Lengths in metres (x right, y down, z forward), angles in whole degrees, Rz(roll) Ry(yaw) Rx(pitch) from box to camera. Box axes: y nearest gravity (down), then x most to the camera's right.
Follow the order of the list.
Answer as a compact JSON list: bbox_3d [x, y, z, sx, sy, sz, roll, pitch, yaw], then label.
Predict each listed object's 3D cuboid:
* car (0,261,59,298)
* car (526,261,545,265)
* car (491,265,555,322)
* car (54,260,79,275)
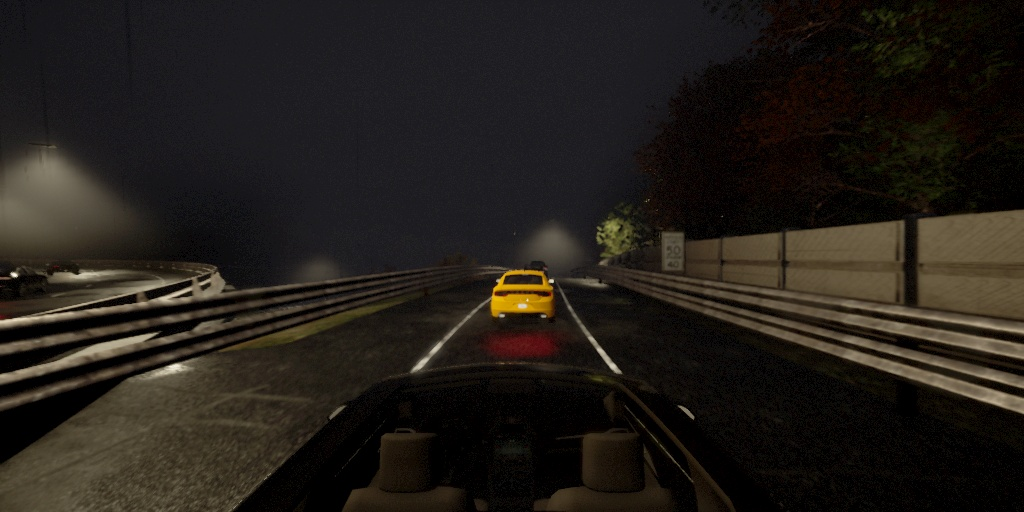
[{"bbox_3d":[-24.558,1.192,17.347,2.128,1.511,4.902,0,0,-40],"label":"car"},{"bbox_3d":[1.635,1.342,27.013,2.128,1.511,4.902,0,-1,5],"label":"car"},{"bbox_3d":[0.441,1.231,12.365,1.882,1.535,5.008,0,0,4],"label":"car"},{"bbox_3d":[-45.785,1.163,36.581,4.892,1.490,1.837,0,0,35],"label":"car"}]
